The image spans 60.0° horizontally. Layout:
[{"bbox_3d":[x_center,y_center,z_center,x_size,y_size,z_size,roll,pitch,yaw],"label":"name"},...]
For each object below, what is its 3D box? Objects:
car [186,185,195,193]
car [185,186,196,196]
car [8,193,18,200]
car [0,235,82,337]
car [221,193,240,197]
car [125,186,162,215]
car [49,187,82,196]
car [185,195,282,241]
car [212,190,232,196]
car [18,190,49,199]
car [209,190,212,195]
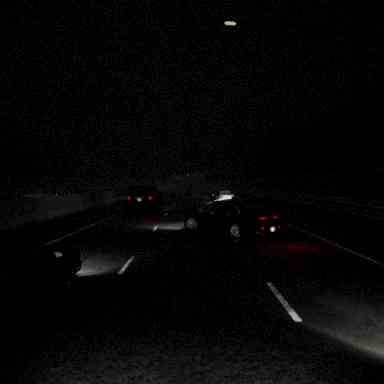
[{"bbox_3d":[-0.308,-0.661,76.654,2.097,1.767,4.553,0,1,0],"label":"car"},{"bbox_3d":[-0.209,-0.021,56.921,2.128,1.511,4.902,0,1,0],"label":"car"},{"bbox_3d":[-21.256,0.465,42.346,1.895,1.301,4.718,0,1,0],"label":"car"},{"bbox_3d":[-3.421,1.402,5.167,2.033,1.411,5.357,0,2,0],"label":"car"},{"bbox_3d":[3.408,0.964,23.128,1.895,1.301,4.718,0,2,0],"label":"car"},{"bbox_3d":[-3.498,0.544,24.676,2.150,2.045,5.566,0,2,0],"label":"car"},{"bbox_3d":[-14.244,0.312,38.566,2.097,1.767,4.553,0,1,0],"label":"car"},{"bbox_3d":[1.583,1.103,14.471,1.837,1.490,4.892,-1,2,-37],"label":"car"},{"bbox_3d":[3.364,0.596,34.094,1.812,1.442,4.674,0,2,0],"label":"car"},{"bbox_3d":[-17.745,0.488,38.483,1.812,1.442,4.674,0,1,0],"label":"car"},{"bbox_3d":[3.320,0.385,45.125,1.895,1.301,4.718,0,1,0],"label":"car"}]
